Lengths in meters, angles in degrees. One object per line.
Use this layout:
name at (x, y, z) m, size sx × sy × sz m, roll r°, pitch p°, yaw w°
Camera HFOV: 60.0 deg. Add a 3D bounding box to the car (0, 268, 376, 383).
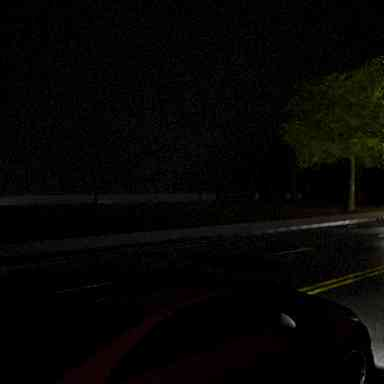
car at (0.063, 1.549, 3.484) m, size 4.181 × 1.385 × 1.994 m, roll -1°, pitch 0°, yaw -35°
